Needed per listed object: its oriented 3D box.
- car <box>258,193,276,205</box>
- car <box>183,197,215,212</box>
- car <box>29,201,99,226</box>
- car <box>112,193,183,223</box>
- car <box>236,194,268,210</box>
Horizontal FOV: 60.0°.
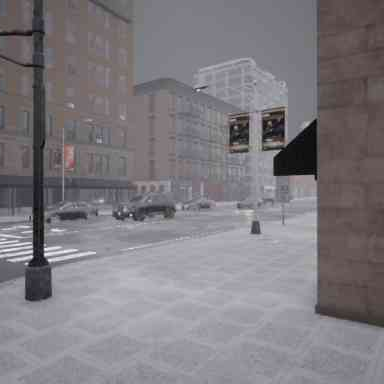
[{"bbox_3d":[11.095,1.112,51.568,2.150,2.045,5.566,0,0,35],"label":"car"},{"bbox_3d":[0.741,1.369,37.117,2.128,1.511,4.902,0,0,35],"label":"car"},{"bbox_3d":[-8.886,1.438,23.532,2.128,1.511,4.902,0,0,35],"label":"car"},{"bbox_3d":[-3.478,1.141,25.532,2.150,2.045,5.566,0,0,36],"label":"car"},{"bbox_3d":[7.114,1.349,40.471,1.837,1.490,4.892,0,0,36],"label":"car"}]
